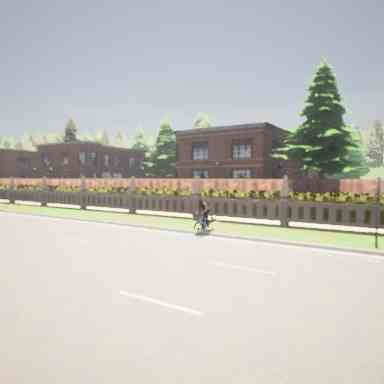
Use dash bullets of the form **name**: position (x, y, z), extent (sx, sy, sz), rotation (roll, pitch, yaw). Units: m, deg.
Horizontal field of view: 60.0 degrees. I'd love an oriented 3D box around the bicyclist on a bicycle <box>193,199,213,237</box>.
- **bicyclist on a bicycle**: position (0.510, 1.108, 15.052), extent (0.582, 1.620, 1.656), rotation (2, 11, 34)
